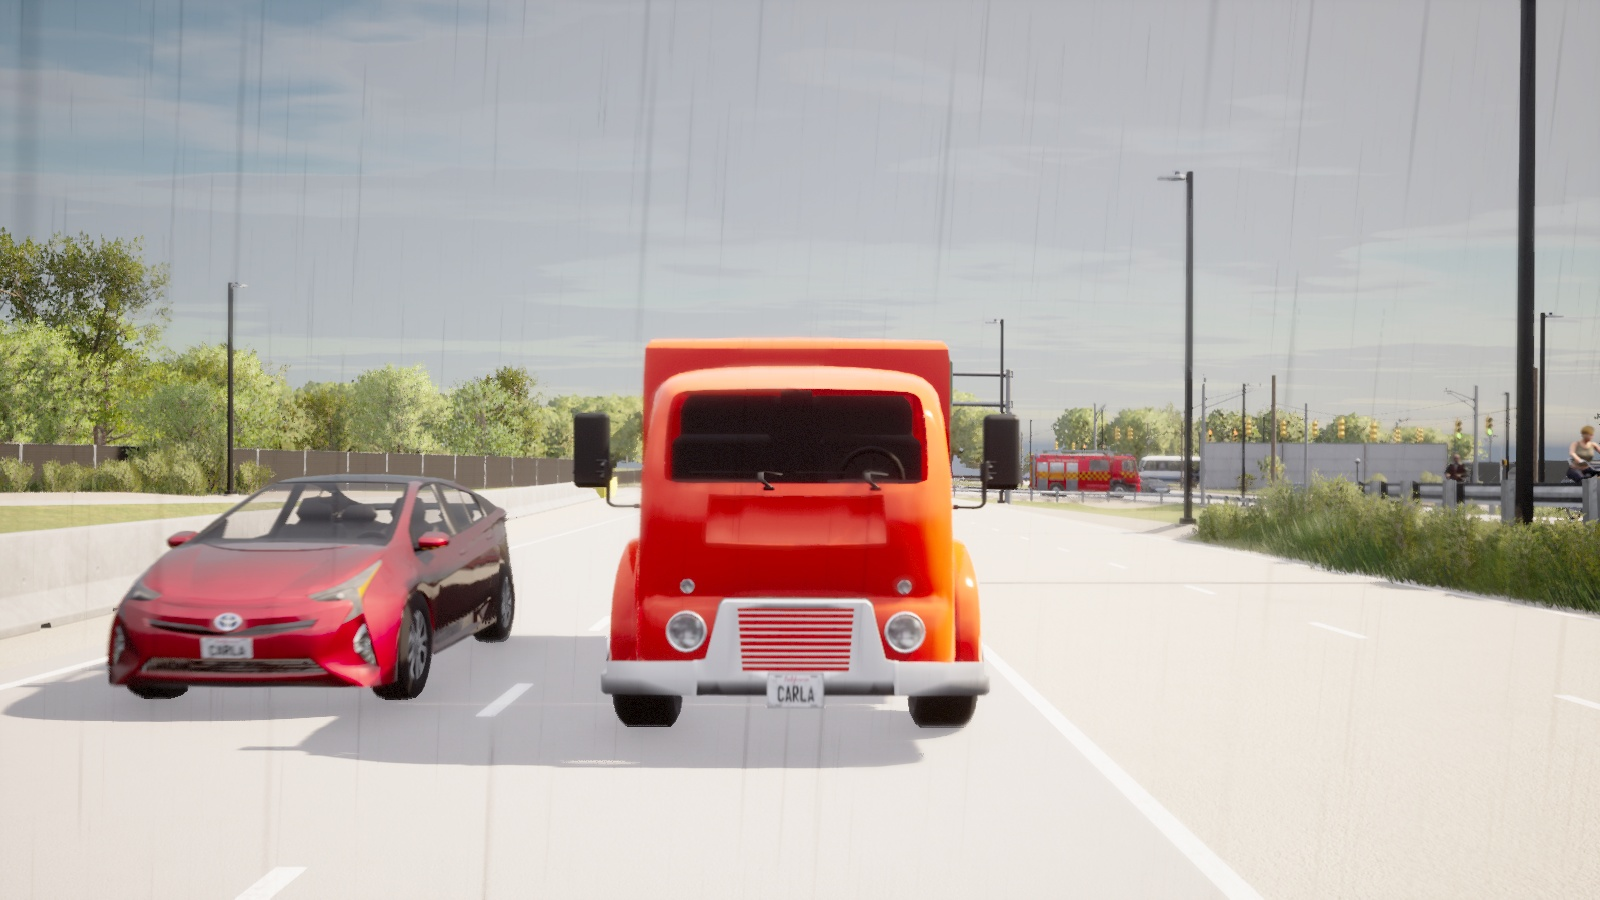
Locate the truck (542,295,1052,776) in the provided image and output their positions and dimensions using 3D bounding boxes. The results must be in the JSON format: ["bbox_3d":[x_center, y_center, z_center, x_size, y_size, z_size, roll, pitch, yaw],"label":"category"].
[{"bbox_3d":[-0.027,0.483,9.084,2.627,2.467,5.204,0,-1,0],"label":"truck"}]

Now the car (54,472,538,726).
[{"bbox_3d":[-3.527,0.944,9.883,2.007,1.525,4.514,0,-1,0],"label":"car"}]
